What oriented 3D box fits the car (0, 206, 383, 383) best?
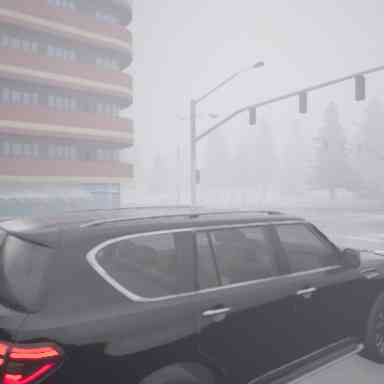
[{"bbox_3d":[0.472,1.195,4.124,5.566,2.045,2.150,-1,0,-35],"label":"car"}]
